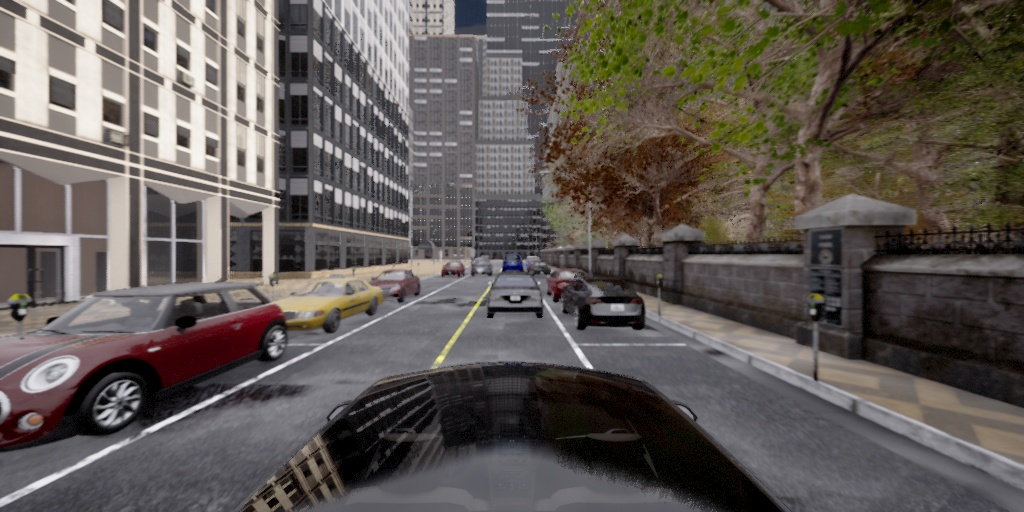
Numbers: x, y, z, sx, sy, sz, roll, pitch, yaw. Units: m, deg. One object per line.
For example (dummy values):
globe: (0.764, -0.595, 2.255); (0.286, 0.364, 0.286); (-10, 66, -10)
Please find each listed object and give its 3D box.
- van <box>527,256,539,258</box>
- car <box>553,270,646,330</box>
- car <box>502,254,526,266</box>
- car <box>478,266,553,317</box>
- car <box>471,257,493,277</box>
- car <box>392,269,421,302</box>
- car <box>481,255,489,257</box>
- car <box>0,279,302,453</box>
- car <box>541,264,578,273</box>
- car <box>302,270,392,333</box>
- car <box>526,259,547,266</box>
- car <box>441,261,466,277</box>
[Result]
van: (2.545, 0.928, 44.064); (1.690, 1.789, 3.998); (0, 0, 0)
car: (2.561, 1.283, 10.792); (1.948, 1.339, 4.313); (0, 0, 0)
car: (0.083, 0.831, 38.455); (2.150, 2.045, 5.566); (0, 0, 0)
car: (0.095, 1.256, 12.879); (2.033, 1.411, 5.357); (0, 0, 0)
car: (-2.774, 1.121, 33.861); (2.128, 1.511, 4.902); (0, 0, 0)
car: (-5.322, 1.278, 16.337); (1.802, 1.307, 4.207); (0, 0, 0)
car: (-5.343, 0.957, 60.697); (1.967, 1.591, 4.097); (0, 0, 0)
car: (-5.317, 1.177, 5.247); (1.967, 1.591, 4.097); (0, 0, 0)
car: (2.559, 1.241, 16.337); (1.888, 1.381, 4.507); (0, 0, 0)
car: (-5.319, 1.242, 10.622); (1.751, 1.417, 4.829); (0, 0, 0)
car: (2.551, 1.182, 32.972); (2.007, 1.370, 4.403); (0, 0, 0)
car: (-5.330, 1.177, 32.972); (1.888, 1.381, 4.507); (0, 0, 0)
